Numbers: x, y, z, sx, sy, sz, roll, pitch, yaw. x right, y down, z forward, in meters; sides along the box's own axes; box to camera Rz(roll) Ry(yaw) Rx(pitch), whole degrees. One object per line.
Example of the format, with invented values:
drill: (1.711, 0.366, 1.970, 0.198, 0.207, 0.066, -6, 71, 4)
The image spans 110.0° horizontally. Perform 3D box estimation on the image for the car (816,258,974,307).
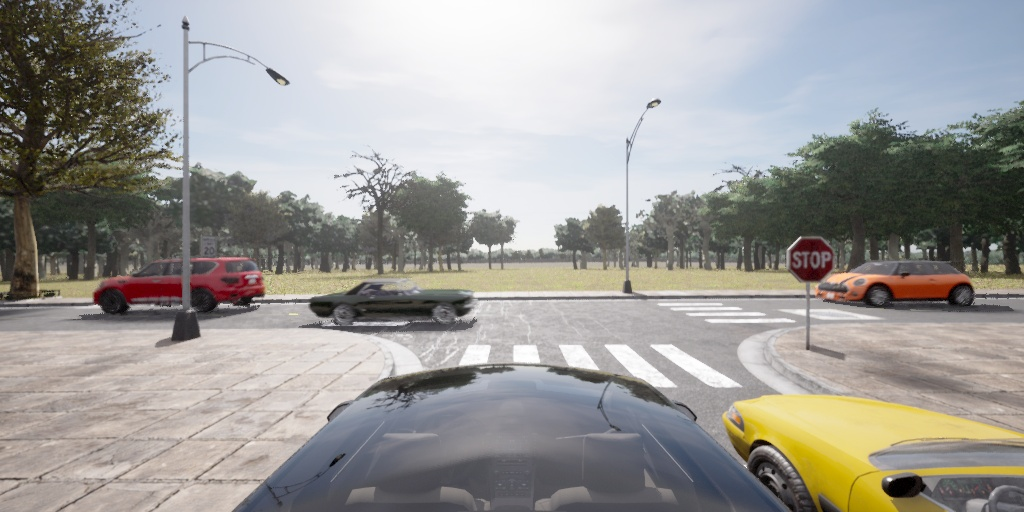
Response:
car: (14.610, 0.954, 13.905, 4.553, 1.767, 2.097, 0, 0, 1)

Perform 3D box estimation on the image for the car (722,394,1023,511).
car: (2.634, 1.276, 1.099, 1.751, 1.417, 4.829, 0, 0, 0)

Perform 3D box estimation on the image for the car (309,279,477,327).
car: (-3.461, 1.359, 11.117, 4.718, 1.301, 1.895, -1, 0, 1)

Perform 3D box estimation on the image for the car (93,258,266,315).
car: (-12.906, 1.107, 14.161, 5.566, 2.045, 2.150, -1, 0, 1)
